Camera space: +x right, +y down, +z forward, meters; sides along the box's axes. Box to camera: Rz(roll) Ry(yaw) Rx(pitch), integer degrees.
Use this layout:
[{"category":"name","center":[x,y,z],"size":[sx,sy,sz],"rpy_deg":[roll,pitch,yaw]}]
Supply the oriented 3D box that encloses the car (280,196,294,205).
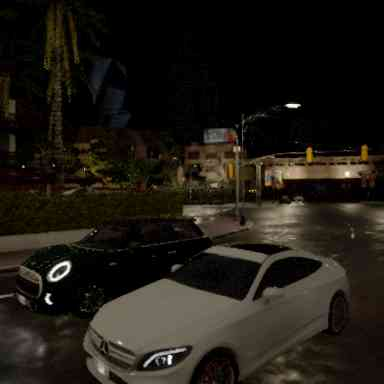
[{"category":"car","center":[19.099,1.803,67.844],"size":[2.097,1.535,5.008],"rpy_deg":[0,0,16]}]

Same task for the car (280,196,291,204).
[{"category":"car","center":[20.781,1.707,74.047],"size":[2.185,1.767,4.553],"rpy_deg":[0,0,16]}]

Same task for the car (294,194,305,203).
[{"category":"car","center":[24.914,1.584,77.317],"size":[2.150,2.045,5.566],"rpy_deg":[0,0,16]}]

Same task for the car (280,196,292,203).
[{"category":"car","center":[23.862,1.882,84.372],"size":[2.231,1.521,4.892],"rpy_deg":[0,0,26]}]

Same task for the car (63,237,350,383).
[{"category":"car","center":[0.770,1.553,5.032],"size":[4.674,1.442,1.812],"rpy_deg":[0,0,-43]}]

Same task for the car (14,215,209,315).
[{"category":"car","center":[-1.503,1.401,7.703],"size":[4.553,1.767,2.097],"rpy_deg":[0,-1,-43]}]
